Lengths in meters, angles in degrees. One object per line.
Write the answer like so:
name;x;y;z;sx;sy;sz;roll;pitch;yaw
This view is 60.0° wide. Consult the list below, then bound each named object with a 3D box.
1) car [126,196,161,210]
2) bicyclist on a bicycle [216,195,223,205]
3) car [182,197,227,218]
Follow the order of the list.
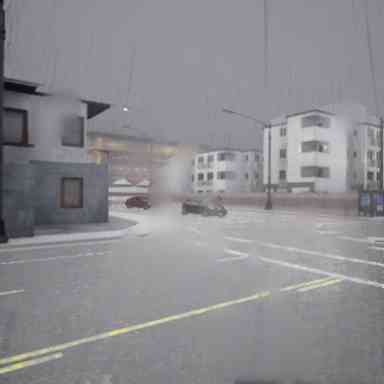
car;-5.485;1.179;36.939;4.674;1.442;1.812;2;1;41
bicyclist on a bicycle;3.559;1.176;43.869;0.582;1.620;1.656;2;0;44
car;1.064;1.246;29.599;2.097;1.767;4.553;1;1;-38
